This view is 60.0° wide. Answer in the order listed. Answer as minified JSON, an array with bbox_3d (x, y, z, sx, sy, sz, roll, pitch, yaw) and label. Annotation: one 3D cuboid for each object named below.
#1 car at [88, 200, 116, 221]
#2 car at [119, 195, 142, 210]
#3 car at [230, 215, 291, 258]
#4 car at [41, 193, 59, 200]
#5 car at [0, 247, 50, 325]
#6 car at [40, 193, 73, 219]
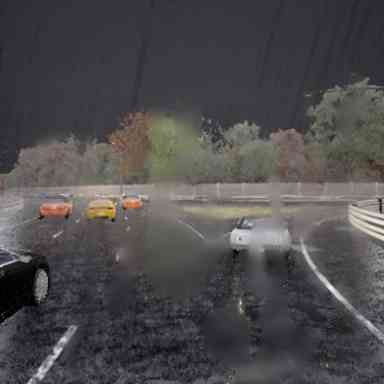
[{"bbox_3d":[-6.850,1.307,25.332,1.882,1.535,5.008,0,0,-14],"label":"car"},{"bbox_3d":[-7.038,1.089,37.770,2.097,1.767,4.553,0,0,-18],"label":"car"},{"bbox_3d":[2.651,1.501,12.505,1.895,1.301,4.718,0,0,14],"label":"car"},{"bbox_3d":[-34.321,1.018,80.170,4.902,1.511,2.128,0,1,43],"label":"car"},{"bbox_3d":[-3.727,1.463,4.897,2.128,1.511,4.902,0,0,-3],"label":"car"},{"bbox_3d":[-10.994,1.178,27.202,2.097,1.767,4.553,0,0,-16],"label":"car"}]
